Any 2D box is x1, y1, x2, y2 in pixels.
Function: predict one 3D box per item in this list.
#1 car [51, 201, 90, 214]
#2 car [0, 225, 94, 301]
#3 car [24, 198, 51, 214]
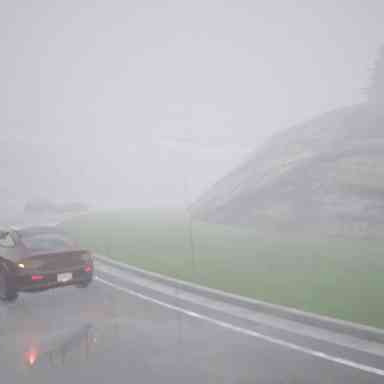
[{"bbox_3d":[-13.666,1.727,38.378,2.033,1.411,5.357,0,0,5],"label":"car"},{"bbox_3d":[-4.110,1.561,8.471,1.812,1.442,4.674,0,0,-42],"label":"car"},{"bbox_3d":[-17.009,1.504,37.760,2.097,1.767,4.553,0,0,3],"label":"car"}]
